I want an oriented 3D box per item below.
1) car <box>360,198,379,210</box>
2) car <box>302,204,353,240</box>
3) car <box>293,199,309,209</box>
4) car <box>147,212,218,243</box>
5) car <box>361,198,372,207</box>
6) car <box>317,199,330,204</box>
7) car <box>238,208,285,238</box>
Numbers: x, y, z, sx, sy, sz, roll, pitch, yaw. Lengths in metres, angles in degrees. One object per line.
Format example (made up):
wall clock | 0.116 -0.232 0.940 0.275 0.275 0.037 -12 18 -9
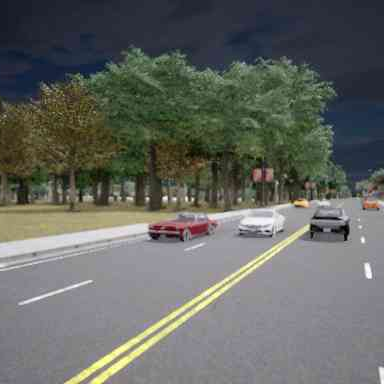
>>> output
car | 26.949 1.741 50.296 2.097 1.767 4.553 0 0 26
car | 7.563 1.624 18.126 2.128 1.511 4.902 0 0 26
car | 17.792 1.889 54.176 1.882 1.535 5.008 0 0 26
car | -0.360 1.723 17.182 1.895 1.301 4.718 0 0 26
car | 33.976 2.016 64.863 1.837 1.490 4.892 0 -1 26
car | 21.790 1.947 54.938 1.812 1.442 4.674 0 -1 26
car | 4.066 1.662 18.829 1.812 1.442 4.674 0 0 26
